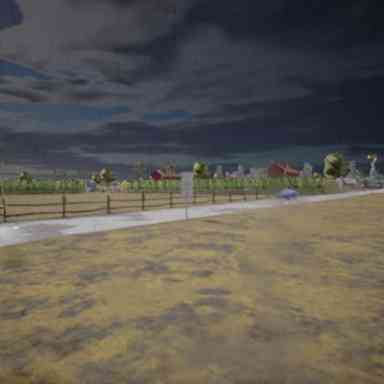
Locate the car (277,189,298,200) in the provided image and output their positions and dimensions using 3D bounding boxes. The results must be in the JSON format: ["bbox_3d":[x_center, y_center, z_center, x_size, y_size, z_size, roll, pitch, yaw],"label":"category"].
[{"bbox_3d":[14.297,0.354,49.758,1.882,1.535,5.008,1,2,36],"label":"car"}]
